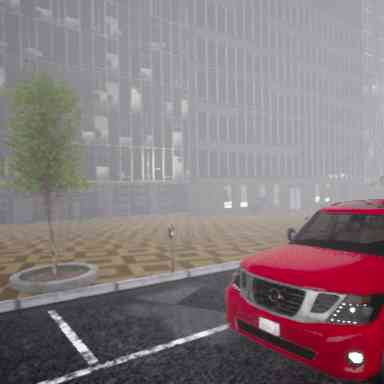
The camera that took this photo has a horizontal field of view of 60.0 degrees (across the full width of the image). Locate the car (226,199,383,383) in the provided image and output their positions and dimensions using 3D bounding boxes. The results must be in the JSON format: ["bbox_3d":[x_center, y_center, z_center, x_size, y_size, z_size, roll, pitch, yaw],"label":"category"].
[{"bbox_3d":[3.112,1.191,5.593,5.566,2.045,2.150,-1,1,-37],"label":"car"}]

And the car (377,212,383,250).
[{"bbox_3d":[9.585,1.457,13.418,4.829,1.417,1.752,0,-1,-36],"label":"car"}]

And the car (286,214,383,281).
[{"bbox_3d":[5.145,1.506,10.248,4.403,1.369,2.008,0,-1,-36],"label":"car"}]
